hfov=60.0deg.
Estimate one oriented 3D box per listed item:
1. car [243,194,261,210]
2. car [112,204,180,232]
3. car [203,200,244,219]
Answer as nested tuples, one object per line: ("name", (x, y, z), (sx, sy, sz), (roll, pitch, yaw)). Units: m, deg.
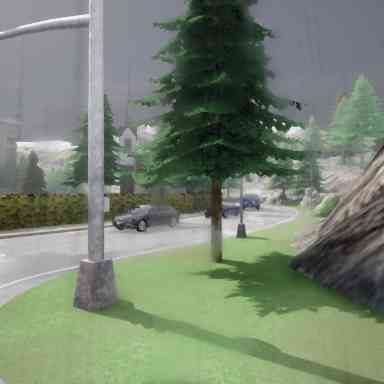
("car", (7.585, 1.223, 42.661), (2.150, 2.045, 5.566), (0, 0, 14))
("car", (-2.684, 1.505, 20.357), (1.837, 1.490, 4.892), (0, 0, 35))
("car", (2.710, 1.601, 29.177), (1.895, 1.301, 4.718), (0, 0, 26))
